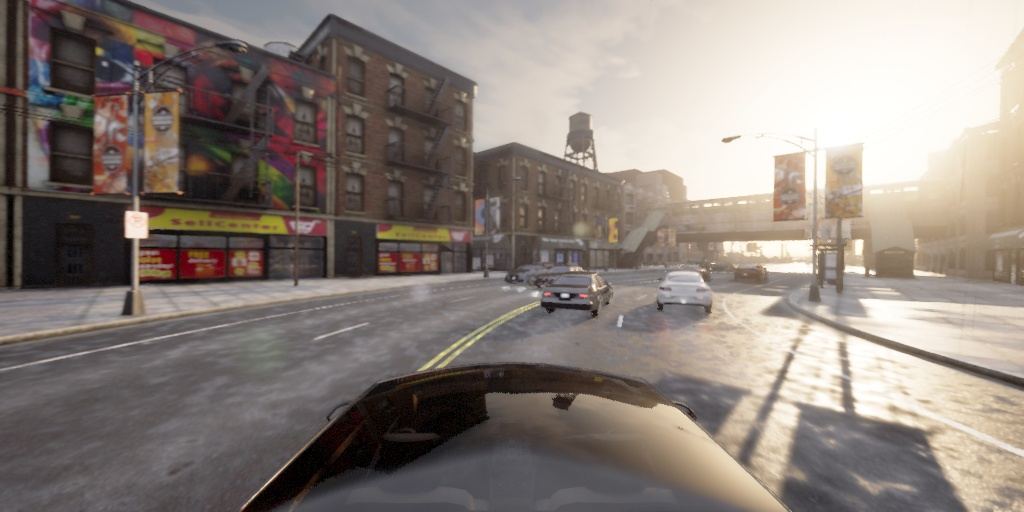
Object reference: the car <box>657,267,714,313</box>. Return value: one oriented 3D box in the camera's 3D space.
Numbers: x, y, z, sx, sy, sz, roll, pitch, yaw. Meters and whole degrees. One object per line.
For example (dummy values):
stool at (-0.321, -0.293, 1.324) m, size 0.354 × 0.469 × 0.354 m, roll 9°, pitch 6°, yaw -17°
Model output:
car at (6.963, 1.329, 14.523) m, size 1.812 × 1.442 × 4.674 m, roll 0°, pitch 0°, yaw 26°

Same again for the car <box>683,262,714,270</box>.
car at (15.432, 1.432, 30.726) m, size 1.994 × 1.385 × 4.181 m, roll 1°, pitch 0°, yaw 43°

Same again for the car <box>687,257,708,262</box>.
car at (28.540, 1.183, 55.080) m, size 2.150 × 2.045 × 5.566 m, roll 1°, pitch 0°, yaw 44°

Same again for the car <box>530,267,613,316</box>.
car at (2.628, 1.307, 13.661) m, size 2.033 × 1.411 × 5.357 m, roll 1°, pitch 0°, yaw 22°

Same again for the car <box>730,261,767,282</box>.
car at (21.222, 1.404, 31.816) m, size 1.882 × 1.535 × 5.008 m, roll 1°, pitch 0°, yaw 43°

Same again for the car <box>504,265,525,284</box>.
car at (1.296, 1.293, 25.479) m, size 1.994 × 1.385 × 4.181 m, roll 1°, pitch 0°, yaw 36°

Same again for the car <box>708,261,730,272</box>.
car at (30.852, 1.544, 52.444) m, size 2.033 × 1.411 × 5.357 m, roll 1°, pitch 0°, yaw 44°

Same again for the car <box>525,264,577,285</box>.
car at (3.294, 1.302, 22.471) m, size 2.033 × 1.411 × 5.357 m, roll 1°, pitch 0°, yaw 35°
